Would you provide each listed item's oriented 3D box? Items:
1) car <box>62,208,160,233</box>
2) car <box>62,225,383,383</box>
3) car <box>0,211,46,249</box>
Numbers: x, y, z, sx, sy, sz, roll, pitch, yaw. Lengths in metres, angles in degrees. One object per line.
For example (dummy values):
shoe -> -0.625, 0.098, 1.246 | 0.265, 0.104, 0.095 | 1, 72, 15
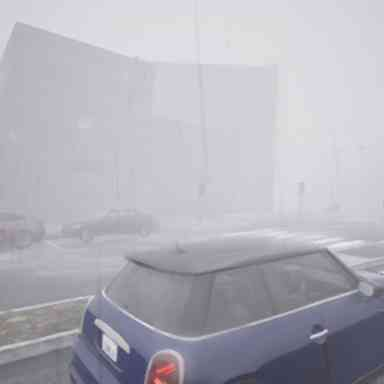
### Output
car -> -3.781, 1.493, 16.033 | 4.674, 1.452, 2.002 | 0, -2, -36
car -> 0.998, 1.349, 4.135 | 4.553, 1.767, 2.097 | 0, 0, -36
car -> -8.237, 1.490, 12.815 | 4.792, 1.488, 2.163 | 0, 0, -36
